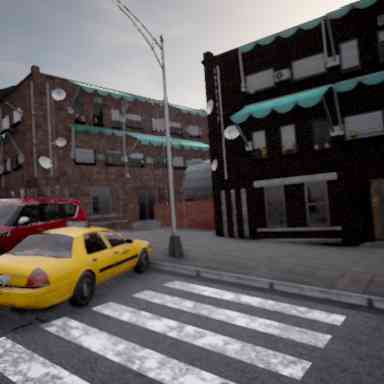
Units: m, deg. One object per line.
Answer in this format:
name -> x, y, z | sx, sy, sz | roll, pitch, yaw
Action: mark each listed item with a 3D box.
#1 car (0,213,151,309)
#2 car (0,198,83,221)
car -> -2.597, 1.470, 8.011 | 1.946, 1.575, 5.366 | 0, -1, 14
car -> -5.145, 1.202, 9.508 | 2.435, 2.045, 5.566 | 1, -1, 14
